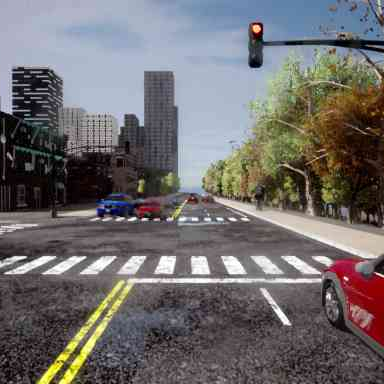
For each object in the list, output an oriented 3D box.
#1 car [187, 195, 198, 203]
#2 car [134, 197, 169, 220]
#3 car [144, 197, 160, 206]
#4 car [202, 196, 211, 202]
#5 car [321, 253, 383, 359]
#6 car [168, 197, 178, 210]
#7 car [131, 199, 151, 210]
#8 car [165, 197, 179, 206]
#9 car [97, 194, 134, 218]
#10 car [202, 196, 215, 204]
[{"bbox_3d":[0.123,1.327,65.981,2.097,1.767,4.553,0,0,0],"label":"car"},{"bbox_3d":[-3.336,1.470,28.184,1.882,1.535,5.008,0,0,0],"label":"car"},{"bbox_3d":[-6.560,1.544,54.694,1.994,1.385,4.181,0,0,1],"label":"car"},{"bbox_3d":[3.279,1.522,75.455,1.994,1.385,4.181,0,0,0],"label":"car"},{"bbox_3d":[3.350,1.351,4.140,2.097,1.767,4.553,0,0,0],"label":"car"},{"bbox_3d":[-3.318,1.533,43.443,2.033,1.411,5.357,0,0,0],"label":"car"},{"bbox_3d":[-6.575,1.587,43.114,1.895,1.301,4.718,0,0,0],"label":"car"},{"bbox_3d":[-3.307,1.528,55.359,2.033,1.411,5.357,0,0,0],"label":"car"},{"bbox_3d":[-6.800,1.213,30.304,2.150,2.045,5.566,0,0,4],"label":"car"},{"bbox_3d":[3.373,1.453,65.312,1.882,1.535,5.008,0,0,0],"label":"car"}]
